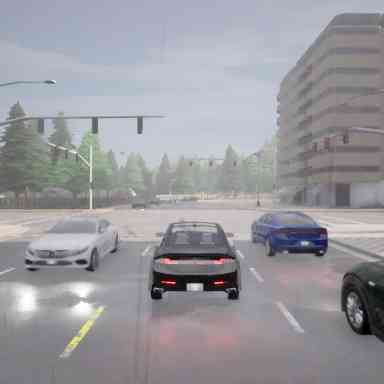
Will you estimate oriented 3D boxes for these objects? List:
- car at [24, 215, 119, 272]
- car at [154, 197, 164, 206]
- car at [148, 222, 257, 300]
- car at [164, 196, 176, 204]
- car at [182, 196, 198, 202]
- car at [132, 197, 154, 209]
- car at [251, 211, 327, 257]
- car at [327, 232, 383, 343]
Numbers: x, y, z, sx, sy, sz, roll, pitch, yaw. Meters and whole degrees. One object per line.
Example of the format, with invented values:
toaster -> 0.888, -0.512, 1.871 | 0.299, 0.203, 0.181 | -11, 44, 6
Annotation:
car -> -3.629, 1.525, 10.906 | 1.812, 1.442, 4.674 | 0, 0, 0
car -> -6.451, 1.564, 55.956 | 1.994, 1.385, 4.181 | 0, 0, 5
car -> 0.067, 1.492, 8.383 | 2.128, 1.511, 4.902 | 0, 0, 0
car -> -4.514, 1.525, 65.448 | 1.812, 1.442, 4.674 | 0, 0, 18
car -> -0.369, 1.524, 74.586 | 1.812, 1.442, 4.674 | 0, 0, 31
car -> -7.027, 1.547, 46.585 | 2.033, 1.411, 5.357 | 0, 0, 1
car -> 3.586, 1.478, 13.028 | 1.882, 1.535, 5.008 | 0, 0, 0
car -> 3.600, 1.352, 3.877 | 2.097, 1.767, 4.553 | 0, 0, 0
